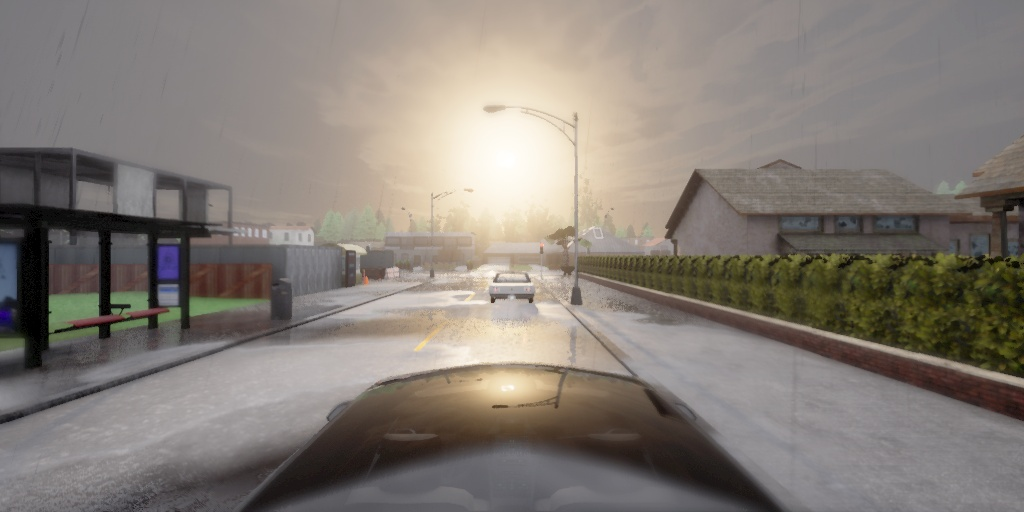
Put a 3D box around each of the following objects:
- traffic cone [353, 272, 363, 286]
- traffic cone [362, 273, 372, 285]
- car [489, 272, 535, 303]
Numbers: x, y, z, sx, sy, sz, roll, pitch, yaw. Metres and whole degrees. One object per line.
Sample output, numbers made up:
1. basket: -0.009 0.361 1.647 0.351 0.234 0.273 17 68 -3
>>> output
1. traffic cone: -10.390 1.565 24.313 0.344 0.586 0.344 0 0 0
2. traffic cone: -9.671 1.595 23.793 0.344 0.586 0.344 0 0 0
3. car: 0.000 1.364 16.530 1.895 1.301 4.718 0 0 0
